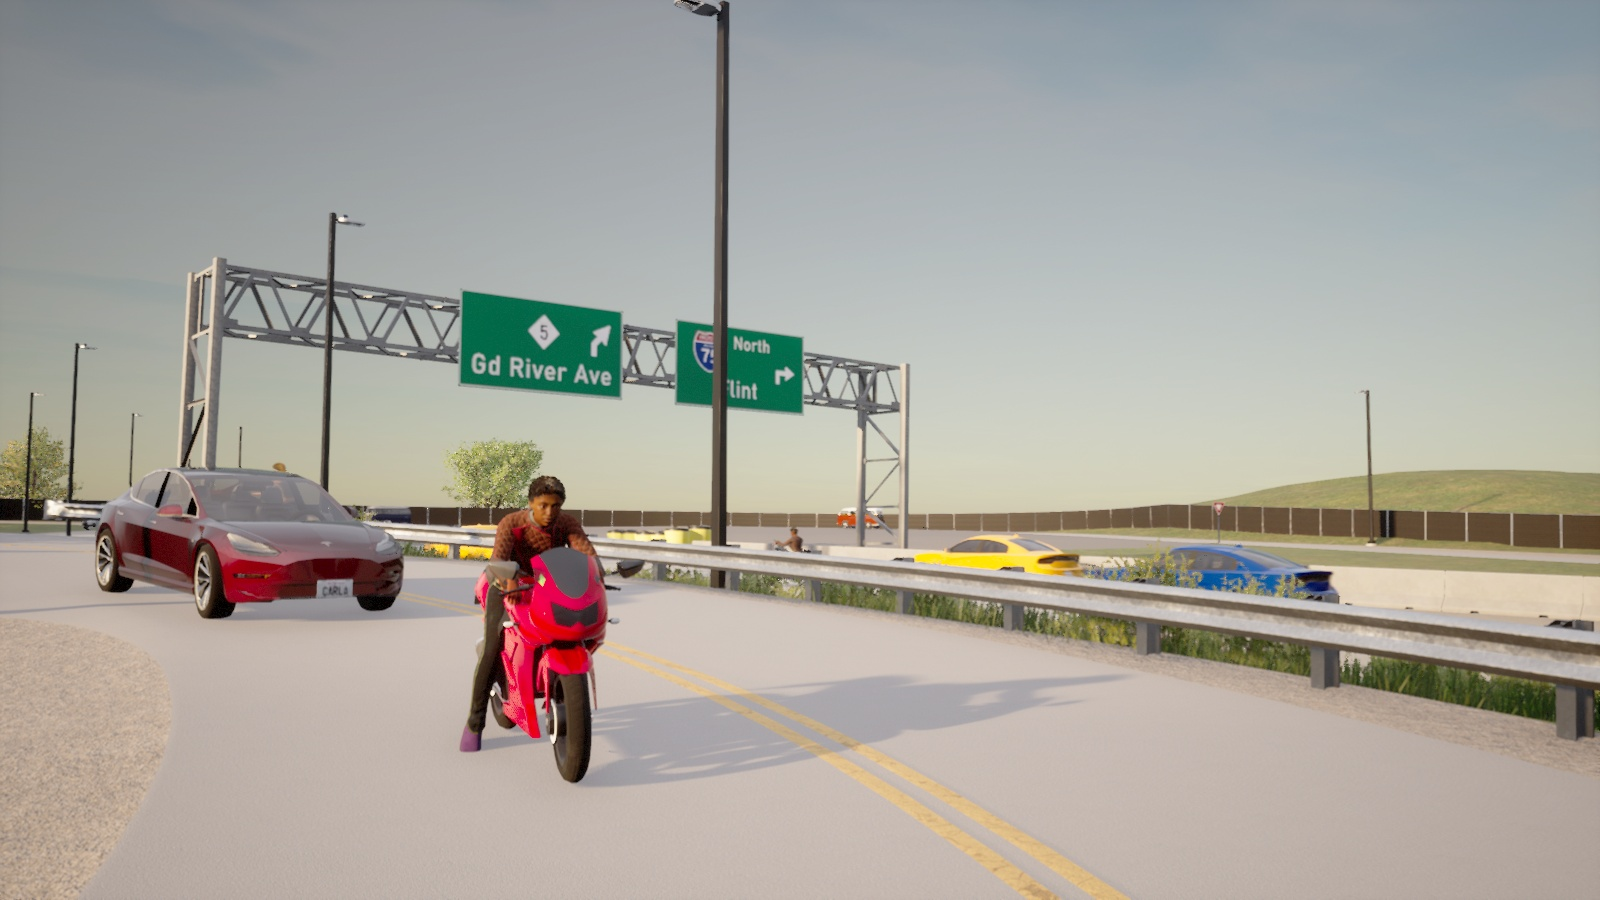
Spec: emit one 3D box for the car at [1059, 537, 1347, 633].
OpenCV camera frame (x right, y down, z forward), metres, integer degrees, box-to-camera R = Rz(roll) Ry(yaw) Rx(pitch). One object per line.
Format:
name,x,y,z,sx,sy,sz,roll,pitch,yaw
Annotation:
car,7.553,2.477,24.018,1.882,1.535,5.008,3,-4,-40

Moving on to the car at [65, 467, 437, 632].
car,-6.306,0.985,14.113,4.792,1.488,2.163,0,-2,45

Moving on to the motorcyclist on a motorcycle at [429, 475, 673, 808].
motorcyclist on a motorcycle,-1.436,0.907,6.886,0.797,1.523,2.044,1,-1,-26

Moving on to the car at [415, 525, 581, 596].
car,-7.549,2.658,31.032,1.882,1.535,5.008,3,-4,-40

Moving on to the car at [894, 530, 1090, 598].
car,4.884,2.893,32.582,1.882,1.535,5.008,3,-4,-40
